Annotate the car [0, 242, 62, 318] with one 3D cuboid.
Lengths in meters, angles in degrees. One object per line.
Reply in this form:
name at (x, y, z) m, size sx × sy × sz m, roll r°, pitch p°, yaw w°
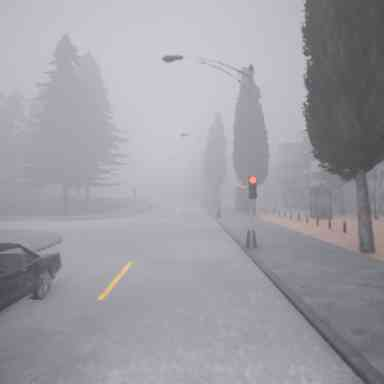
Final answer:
car at (-4.067, 1.640, 5.764) m, size 1.895 × 1.301 × 4.718 m, roll 0°, pitch 0°, yaw 0°
